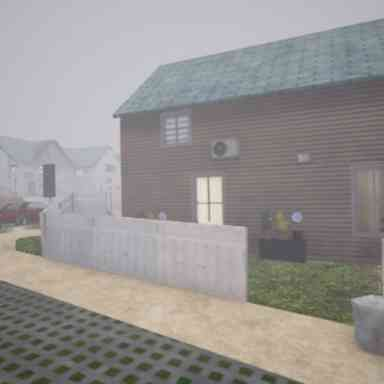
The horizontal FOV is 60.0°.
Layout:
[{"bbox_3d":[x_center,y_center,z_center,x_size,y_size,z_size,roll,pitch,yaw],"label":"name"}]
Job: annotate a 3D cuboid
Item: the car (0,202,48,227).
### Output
[{"bbox_3d":[-9.076,1.199,18.878,1.895,1.301,4.718,-2,0,26],"label":"car"}]
